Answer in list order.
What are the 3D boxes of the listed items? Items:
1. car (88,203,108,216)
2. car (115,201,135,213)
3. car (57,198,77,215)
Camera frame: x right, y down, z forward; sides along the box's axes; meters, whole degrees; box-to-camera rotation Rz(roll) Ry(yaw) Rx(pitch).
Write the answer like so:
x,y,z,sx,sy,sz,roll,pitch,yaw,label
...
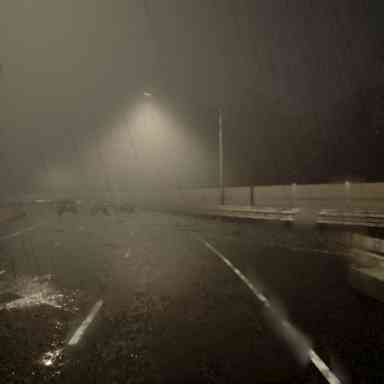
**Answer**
x,y,z,sx,sy,sz,roll,pitch,yaw,label
-11.594,2.074,41.123,1.837,1.490,4.892,0,-1,-22,car
-8.900,1.977,43.832,1.812,1.442,4.674,-1,-4,-24,car
-16.218,1.852,43.251,2.150,2.045,5.566,0,-1,-24,car
